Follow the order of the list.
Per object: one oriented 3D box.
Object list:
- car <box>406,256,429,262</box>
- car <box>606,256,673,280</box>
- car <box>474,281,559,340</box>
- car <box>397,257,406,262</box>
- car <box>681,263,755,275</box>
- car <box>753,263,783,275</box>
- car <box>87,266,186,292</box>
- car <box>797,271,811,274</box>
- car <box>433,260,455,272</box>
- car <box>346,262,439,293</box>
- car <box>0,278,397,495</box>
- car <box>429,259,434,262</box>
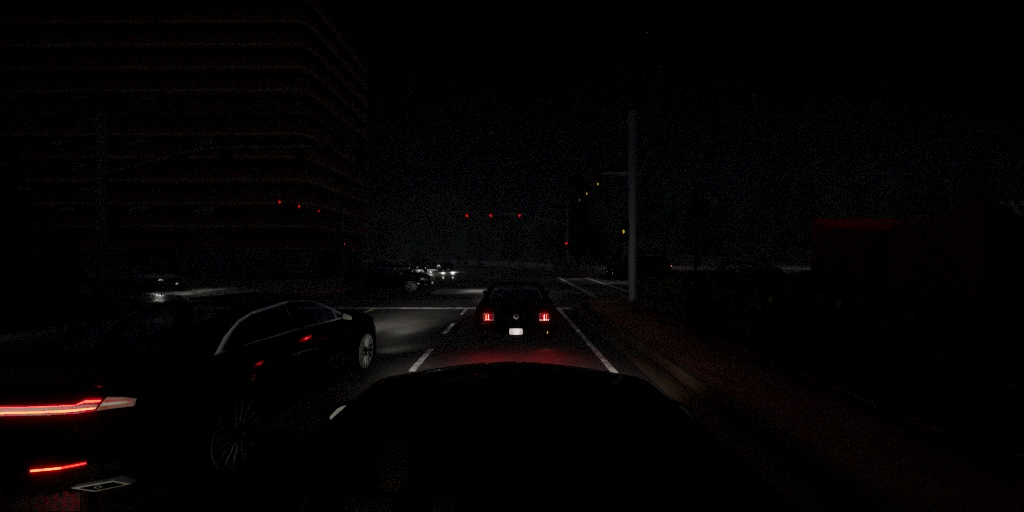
[{"bbox_3d":[-11.794,0.971,44.803,2.150,2.045,5.566,0,0,-15],"label":"car"},{"bbox_3d":[11.089,1.027,31.359,5.566,2.045,2.150,0,0,1],"label":"car"},{"bbox_3d":[0.113,1.351,9.993,1.895,1.301,4.718,0,0,1],"label":"car"},{"bbox_3d":[-15.360,1.276,53.778,1.812,1.442,4.674,0,0,-31],"label":"car"},{"bbox_3d":[15.646,1.406,27.799,4.718,1.301,1.895,0,0,1],"label":"car"},{"bbox_3d":[20.973,1.331,31.237,4.674,1.442,1.812,0,0,1],"label":"car"},{"bbox_3d":[-21.890,1.331,20.963,4.674,1.442,1.812,0,0,1],"label":"car"},{"bbox_3d":[24.877,1.406,27.712,4.718,1.301,1.895,0,0,1],"label":"car"},{"bbox_3d":[-8.870,1.297,47.747,2.033,1.411,5.357,0,0,-18],"label":"car"},{"bbox_3d":[-7.076,1.289,20.809,4.902,1.511,2.128,0,0,1],"label":"car"},{"bbox_3d":[-3.426,1.242,4.729,2.128,1.511,4.902,0,0,0],"label":"car"},{"bbox_3d":[-12.891,1.255,56.433,1.837,1.490,4.892,0,0,-32],"label":"car"}]
